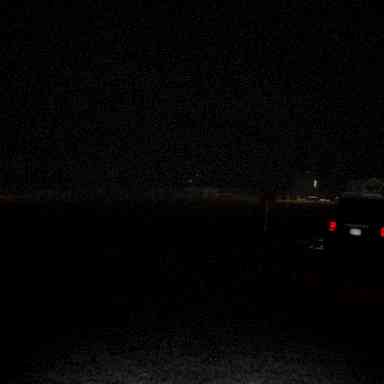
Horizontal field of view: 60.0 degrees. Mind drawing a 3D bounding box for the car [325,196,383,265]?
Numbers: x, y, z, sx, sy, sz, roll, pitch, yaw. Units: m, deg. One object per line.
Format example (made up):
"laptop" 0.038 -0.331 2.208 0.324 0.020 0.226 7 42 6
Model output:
"car" 6.379 1.175 10.215 5.566 2.045 2.150 1 0 -37
